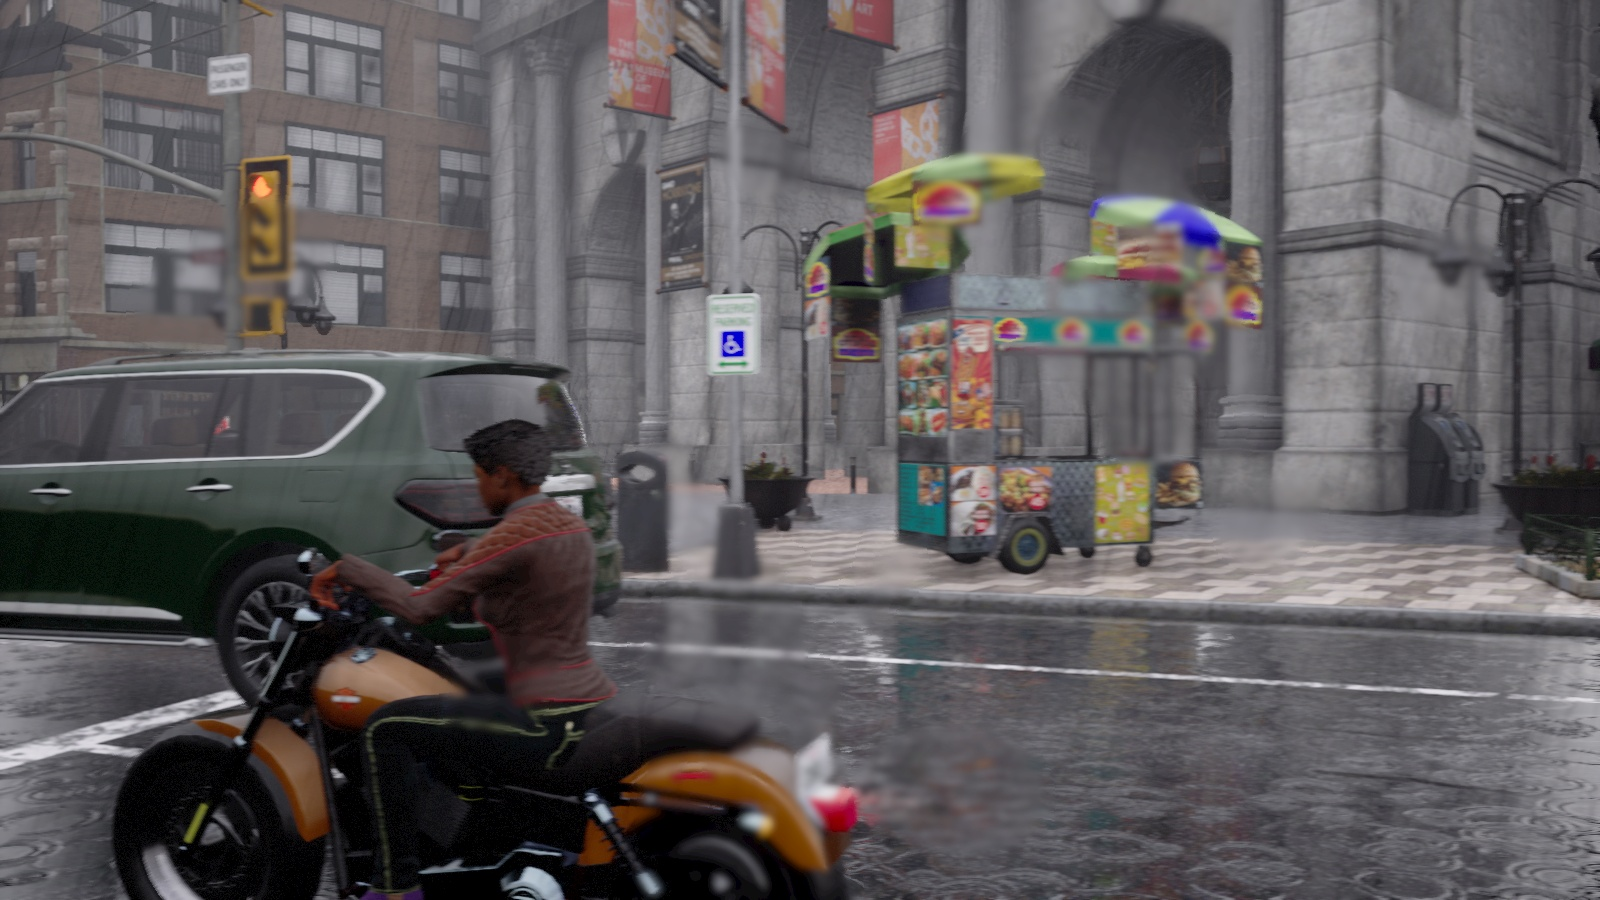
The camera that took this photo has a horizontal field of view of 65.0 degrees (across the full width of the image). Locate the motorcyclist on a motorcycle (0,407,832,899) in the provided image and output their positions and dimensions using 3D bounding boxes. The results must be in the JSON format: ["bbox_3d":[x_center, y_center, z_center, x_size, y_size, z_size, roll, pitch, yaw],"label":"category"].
[{"bbox_3d":[-1.145,0.715,3.584,2.350,1.649,0.766,0,1,19],"label":"motorcyclist on a motorcycle"}]

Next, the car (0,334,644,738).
[{"bbox_3d":[-4.021,0.398,8.251,5.566,2.045,2.150,1,1,19],"label":"car"}]
